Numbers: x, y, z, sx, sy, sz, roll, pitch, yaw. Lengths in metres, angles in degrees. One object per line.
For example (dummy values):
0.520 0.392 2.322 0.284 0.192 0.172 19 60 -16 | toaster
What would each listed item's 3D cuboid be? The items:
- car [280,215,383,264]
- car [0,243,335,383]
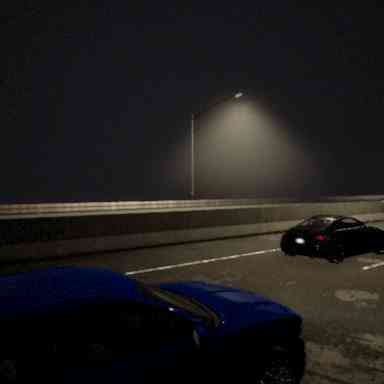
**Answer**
5.028 1.500 11.625 4.181 1.385 1.994 0 0 -35 | car
-1.032 1.473 3.010 5.008 1.535 1.882 -1 0 -35 | car
